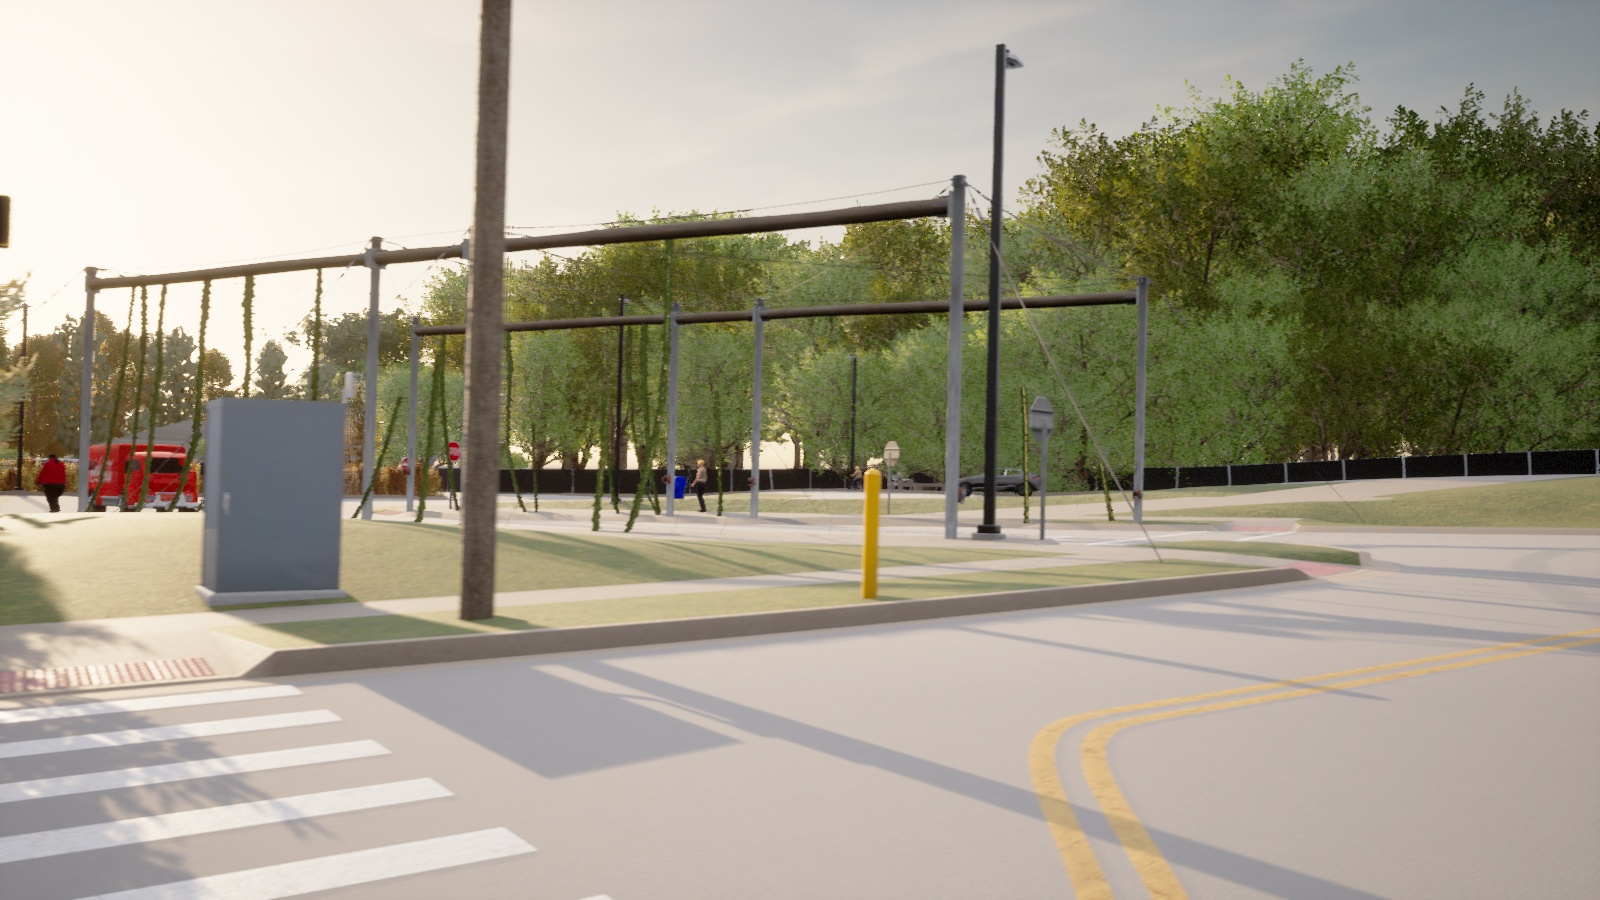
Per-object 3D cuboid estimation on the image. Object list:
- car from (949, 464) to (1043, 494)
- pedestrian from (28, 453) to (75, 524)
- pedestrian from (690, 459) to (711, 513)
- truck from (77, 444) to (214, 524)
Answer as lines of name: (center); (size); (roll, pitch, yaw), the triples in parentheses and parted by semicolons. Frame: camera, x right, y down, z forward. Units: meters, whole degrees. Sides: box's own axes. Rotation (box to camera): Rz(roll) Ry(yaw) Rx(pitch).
car: (10.842, 1.600, 69.455); (5.027, 1.651, 2.152); (0, -1, 10)
pedestrian: (-19.933, 1.025, 33.457); (0.899, 1.844, 0.634); (1, -1, 25)
pedestrian: (-3.422, 1.243, 43.189); (0.594, 1.836, 0.345); (1, -1, 31)
truck: (-21.889, 1.137, 41.919); (2.627, 2.467, 5.204); (2, -2, -44)
